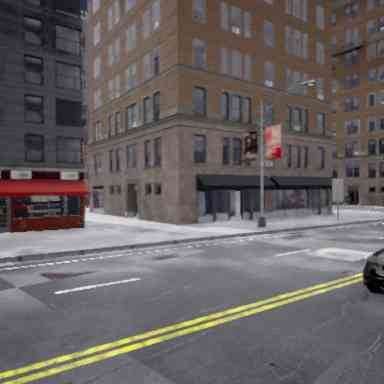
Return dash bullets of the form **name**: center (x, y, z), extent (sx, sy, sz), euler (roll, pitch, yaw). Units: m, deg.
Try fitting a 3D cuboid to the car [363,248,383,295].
- **car**: center (5.739, 1.545, 7.536), extent (4.181, 1.385, 1.994), euler (0, 0, -36)
